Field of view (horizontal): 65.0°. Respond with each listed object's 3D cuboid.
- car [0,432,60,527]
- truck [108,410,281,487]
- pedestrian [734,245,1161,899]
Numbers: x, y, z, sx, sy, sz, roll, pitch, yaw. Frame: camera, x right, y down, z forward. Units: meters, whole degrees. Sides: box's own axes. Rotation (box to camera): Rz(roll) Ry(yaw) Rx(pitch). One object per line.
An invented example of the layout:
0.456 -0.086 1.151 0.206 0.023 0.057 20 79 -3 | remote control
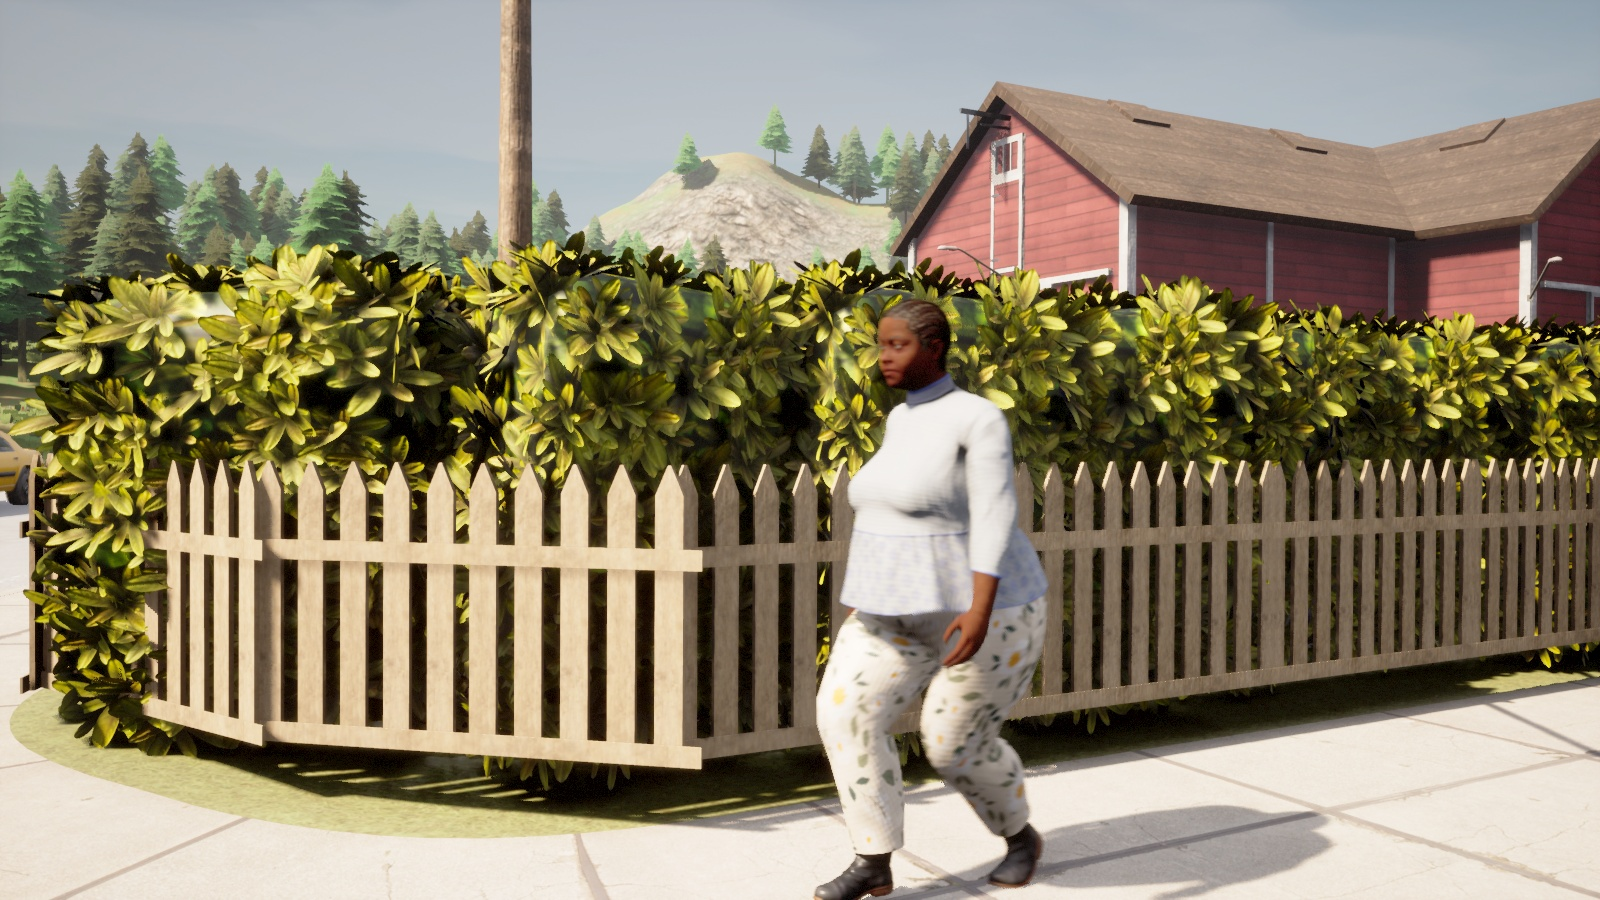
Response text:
-14.304 0.516 20.882 1.801 1.575 5.366 -1 1 -12 | car
-21.072 -0.080 43.744 5.204 2.467 2.627 -2 1 -29 | truck
0.420 0.403 3.770 0.900 1.855 0.874 -1 1 -31 | pedestrian
